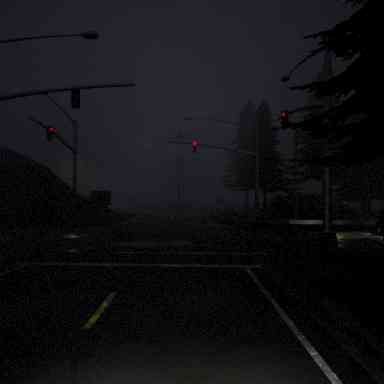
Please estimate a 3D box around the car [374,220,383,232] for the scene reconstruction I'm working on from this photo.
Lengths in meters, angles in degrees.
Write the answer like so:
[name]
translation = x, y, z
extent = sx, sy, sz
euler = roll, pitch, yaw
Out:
[car]
translation = 14.210, 1.867, 21.210
extent = 4.553, 1.767, 2.097
euler = 0, -1, 0
